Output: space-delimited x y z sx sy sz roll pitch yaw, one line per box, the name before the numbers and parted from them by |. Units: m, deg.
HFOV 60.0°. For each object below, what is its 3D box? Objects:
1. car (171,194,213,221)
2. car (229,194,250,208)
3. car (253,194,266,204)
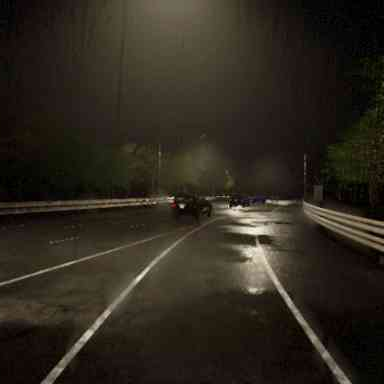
car | 0.093 1.215 27.582 2.150 2.045 5.566 0 0 18
car | 6.906 1.255 48.070 2.150 2.045 5.566 0 0 18
car | 14.266 1.374 70.026 2.150 2.045 5.566 0 0 19
